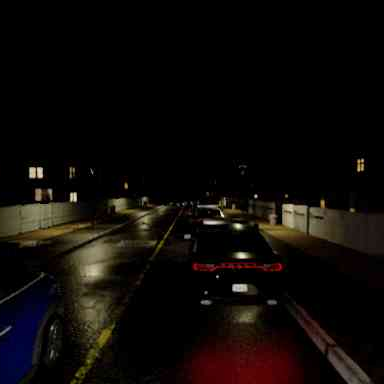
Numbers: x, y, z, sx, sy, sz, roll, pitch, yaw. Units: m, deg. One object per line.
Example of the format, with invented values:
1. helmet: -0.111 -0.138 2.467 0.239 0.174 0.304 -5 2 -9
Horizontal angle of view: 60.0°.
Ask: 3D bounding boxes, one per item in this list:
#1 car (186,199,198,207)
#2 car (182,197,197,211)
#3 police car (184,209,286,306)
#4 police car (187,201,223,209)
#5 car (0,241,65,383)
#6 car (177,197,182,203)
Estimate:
1. car: 0.012 1.888 59.623 1.994 1.385 4.181 0 0 0
2. car: 0.037 1.578 45.656 2.097 1.767 4.553 0 0 0
3. police car: 0.827 1.456 8.312 1.930 1.638 5.238 0 0 0
4. police car: 0.828 1.500 18.314 1.930 1.638 5.238 0 0 0
5. car: -2.749 1.361 2.553 2.097 1.767 4.553 0 0 0
6. car: -2.734 2.052 83.544 1.812 1.442 4.674 0 -1 0
